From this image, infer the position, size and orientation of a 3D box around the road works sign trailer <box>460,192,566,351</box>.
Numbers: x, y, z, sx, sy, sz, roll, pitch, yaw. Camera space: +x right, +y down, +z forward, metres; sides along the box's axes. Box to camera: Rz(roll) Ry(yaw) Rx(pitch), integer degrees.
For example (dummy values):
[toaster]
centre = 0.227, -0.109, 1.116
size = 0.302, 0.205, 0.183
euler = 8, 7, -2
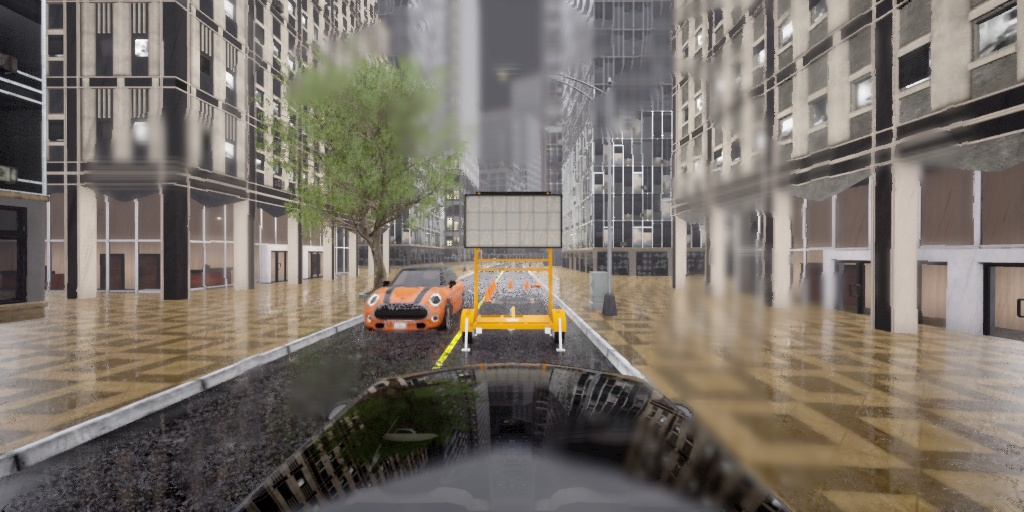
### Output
[road works sign trailer]
centre = 0.034, 0.214, 8.941
size = 2.380, 3.560, 2.880
euler = 0, 0, 0

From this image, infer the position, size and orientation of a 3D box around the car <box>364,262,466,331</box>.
[car]
centre = -2.708, 1.101, 10.942
size = 2.097, 1.767, 4.553
euler = 0, 0, 0
